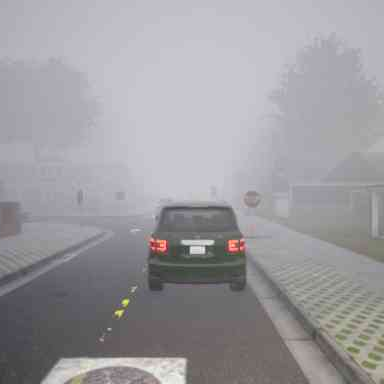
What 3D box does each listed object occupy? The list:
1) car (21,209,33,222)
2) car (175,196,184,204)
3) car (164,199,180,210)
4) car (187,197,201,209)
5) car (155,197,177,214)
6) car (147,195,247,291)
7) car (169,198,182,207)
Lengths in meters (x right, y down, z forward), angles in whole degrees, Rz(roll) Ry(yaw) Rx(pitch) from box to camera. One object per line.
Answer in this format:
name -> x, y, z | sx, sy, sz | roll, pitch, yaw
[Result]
car -> -13.584, 1.402, 23.165 | 4.674, 1.442, 1.812 | 1, 0, 0
car -> -2.573, 1.624, 69.458 | 1.882, 1.535, 5.008 | 0, 0, 0
car -> -2.719, 1.644, 46.175 | 1.994, 1.385, 4.181 | 0, 0, 0
car -> 0.222, 1.559, 46.915 | 1.882, 1.535, 5.008 | 0, 0, 0
car -> -2.752, 1.411, 36.181 | 2.097, 1.767, 4.553 | 0, 0, 0
car -> 0.121, 1.228, 9.143 | 2.150, 2.045, 5.566 | 0, 0, 0
car -> -2.683, 1.706, 56.160 | 1.895, 1.301, 4.718 | 0, 0, 0
